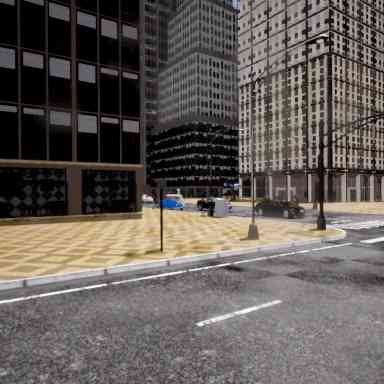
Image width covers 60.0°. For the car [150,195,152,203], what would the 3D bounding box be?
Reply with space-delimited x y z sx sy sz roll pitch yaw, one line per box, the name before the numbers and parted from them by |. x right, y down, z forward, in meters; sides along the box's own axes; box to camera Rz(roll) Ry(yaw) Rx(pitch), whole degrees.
car | -4.755 1.036 57.975 2.192 1.841 5.009 0 0 -34

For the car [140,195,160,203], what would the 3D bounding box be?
car | -7.855 1.239 62.567 1.887 1.381 4.507 0 0 -34

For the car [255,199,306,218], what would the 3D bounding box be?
car | 7.679 1.420 29.205 1.837 1.490 4.892 -1 1 -34

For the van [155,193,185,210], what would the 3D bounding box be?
van | -2.401 1.211 39.514 1.690 1.788 3.998 0 0 -34

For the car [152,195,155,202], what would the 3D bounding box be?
car | -3.242 1.349 45.395 1.812 1.442 4.674 -1 1 -34

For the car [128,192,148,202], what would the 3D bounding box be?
car | -10.955 0.982 67.157 2.192 1.841 5.009 0 0 -34

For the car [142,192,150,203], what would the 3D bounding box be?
car | -8.578 1.254 59.002 1.812 1.442 4.674 -1 1 -34

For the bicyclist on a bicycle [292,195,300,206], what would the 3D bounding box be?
bicyclist on a bicycle | 11.987 1.119 38.432 1.656 1.620 0.582 -1 1 -34

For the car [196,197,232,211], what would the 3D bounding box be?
car | 2.407 1.362 37.015 2.128 1.511 4.902 -1 1 -34
